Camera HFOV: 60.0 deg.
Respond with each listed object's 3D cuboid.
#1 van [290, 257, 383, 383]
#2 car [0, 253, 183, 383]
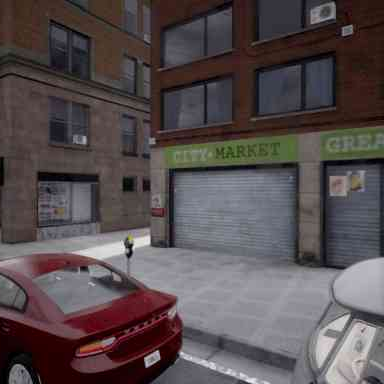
[{"bbox_3d":[2.395,1.341,1.367,3.998,1.788,1.690,0,0,35],"label":"van"},{"bbox_3d":[-2.214,1.544,4.654,4.507,1.381,1.887,0,0,35],"label":"car"}]
